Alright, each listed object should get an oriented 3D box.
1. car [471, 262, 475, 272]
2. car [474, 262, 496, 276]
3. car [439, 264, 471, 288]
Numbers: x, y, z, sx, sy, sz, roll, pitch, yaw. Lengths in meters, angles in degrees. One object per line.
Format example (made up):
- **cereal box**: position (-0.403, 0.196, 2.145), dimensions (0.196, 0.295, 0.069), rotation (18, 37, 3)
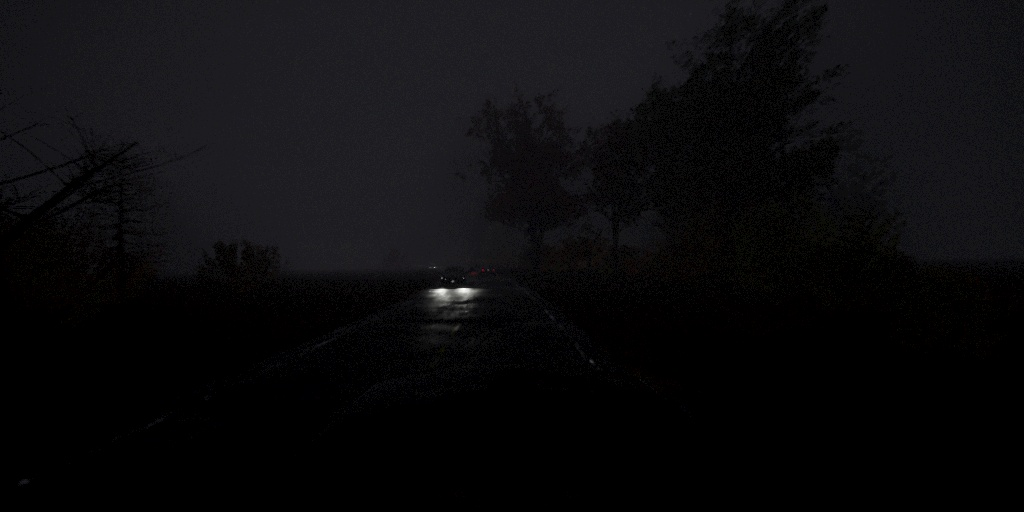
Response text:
- **car**: position (-5.955, 1.784, 58.416), dimensions (2.128, 1.511, 4.902), rotation (-1, 0, -12)
- **car**: position (-3.049, 1.670, 42.892), dimensions (2.033, 1.411, 5.357), rotation (-1, -1, -9)
- **car**: position (-4.309, 1.516, 27.099), dimensions (1.837, 1.490, 4.892), rotation (-1, 0, -5)
